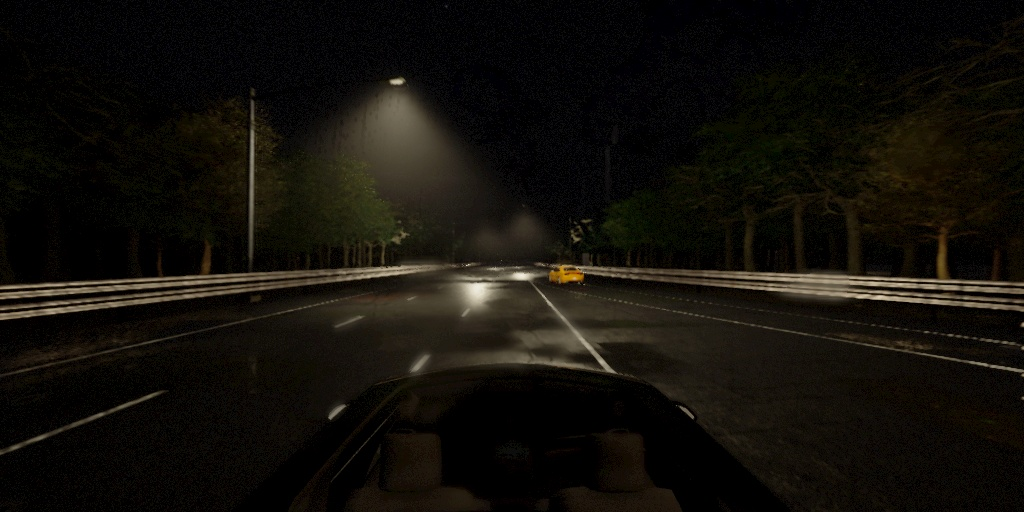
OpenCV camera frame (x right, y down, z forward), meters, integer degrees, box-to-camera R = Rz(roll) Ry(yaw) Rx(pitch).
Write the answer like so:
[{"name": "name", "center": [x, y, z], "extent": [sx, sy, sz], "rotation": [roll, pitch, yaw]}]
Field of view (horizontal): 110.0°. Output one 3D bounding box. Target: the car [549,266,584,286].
[{"name": "car", "center": [4.477, 1.615, 30.165], "extent": [1.882, 1.535, 5.008], "rotation": [0, -1, -8]}]
